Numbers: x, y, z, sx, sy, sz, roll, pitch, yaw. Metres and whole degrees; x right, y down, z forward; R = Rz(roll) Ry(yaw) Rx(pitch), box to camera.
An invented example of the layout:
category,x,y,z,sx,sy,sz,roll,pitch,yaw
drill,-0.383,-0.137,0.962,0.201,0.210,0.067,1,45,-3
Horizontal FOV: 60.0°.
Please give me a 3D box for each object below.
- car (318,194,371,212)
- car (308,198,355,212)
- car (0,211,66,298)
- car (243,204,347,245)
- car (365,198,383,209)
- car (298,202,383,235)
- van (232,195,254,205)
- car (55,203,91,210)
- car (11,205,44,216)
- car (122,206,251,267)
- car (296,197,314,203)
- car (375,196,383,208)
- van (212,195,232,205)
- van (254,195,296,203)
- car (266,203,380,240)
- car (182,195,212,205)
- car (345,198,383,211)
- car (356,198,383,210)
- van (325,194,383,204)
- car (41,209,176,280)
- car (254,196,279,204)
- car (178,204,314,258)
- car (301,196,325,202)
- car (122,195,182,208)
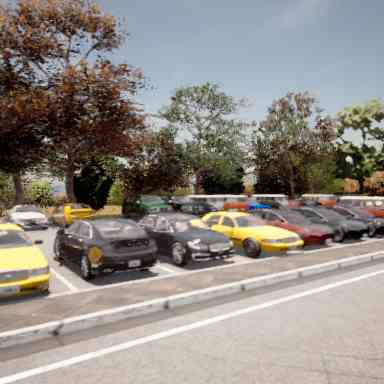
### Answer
category,x,y,z,sx,sy,sz,roll,pitch,yaw
car,19.025,1.311,41.799,2.435,2.045,5.566,1,0,-35
car,16.799,1.569,40.147,2.163,1.488,4.792,1,0,-35
car,-4.969,1.496,8.431,1.946,1.575,5.366,0,0,-35
car,3.991,1.523,14.993,2.163,1.488,4.792,0,0,-35
car,28.087,1.682,48.170,2.163,1.488,4.792,1,0,-35
car,8.517,1.520,18.210,2.163,1.488,4.792,0,0,-35
van,3.176,1.261,30.640,1.878,1.987,4.442,0,0,-35
car,-8.043,1.494,22.515,2.097,1.535,5.008,0,0,-35
car,-10.407,1.535,20.844,2.002,1.452,4.674,0,0,-35
car,-0.554,1.497,11.805,2.231,1.521,4.892,0,0,-35
car,9.997,1.521,35.382,2.163,1.488,4.792,0,0,-35
car,30.209,1.548,49.753,2.185,1.767,4.553,1,0,-35
van,1.053,1.262,28.844,1.878,1.987,4.442,0,0,-35
van,7.834,1.261,33.676,1.878,1.987,4.442,0,0,-36
car,6.254,1.521,16.601,2.163,1.488,4.792,0,0,-35
car,-1.256,1.238,27.312,2.435,2.045,5.566,0,0,-35
car,23.662,1.604,44.833,1.946,1.575,5.366,1,0,-35
car,25.814,1.670,46.587,2.002,1.452,4.674,1,0,-35
van,10.695,1.263,19.937,1.878,1.987,4.442,0,0,-35
car,-2.810,1.499,10.186,2.231,1.521,4.892,0,0,-35
car,5.498,1.485,32.154,2.097,1.535,5.008,0,0,-35
car,1.819,1.492,13.257,1.946,1.575,5.366,0,0,-35
car,12.149,1.531,36.911,2.163,1.488,4.792,0,0,-35
car,-3.513,1.240,25.707,2.435,2.045,5.566,0,0,-35
